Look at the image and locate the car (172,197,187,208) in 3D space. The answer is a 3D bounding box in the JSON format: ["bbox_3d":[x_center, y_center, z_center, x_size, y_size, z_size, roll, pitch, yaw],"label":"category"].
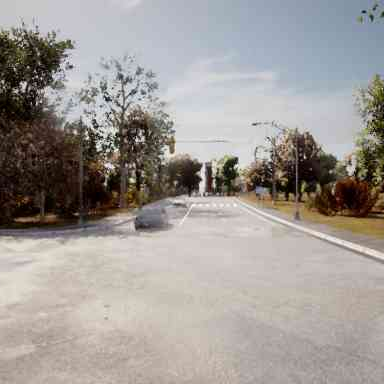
[{"bbox_3d":[-1.771,1.409,47.110,1.812,1.442,4.674,0,1,2],"label":"car"}]

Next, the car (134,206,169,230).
[{"bbox_3d":[-2.681,1.735,22.650,1.837,1.490,4.892,0,0,2],"label":"car"}]
